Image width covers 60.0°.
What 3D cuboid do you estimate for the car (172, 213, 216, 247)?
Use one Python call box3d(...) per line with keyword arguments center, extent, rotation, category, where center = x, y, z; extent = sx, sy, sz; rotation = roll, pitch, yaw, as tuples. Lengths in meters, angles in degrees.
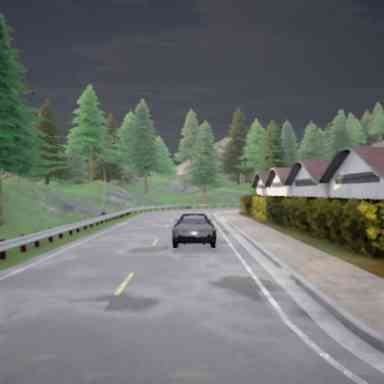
box3d(center=(0.096, 1.706, 15.969), extent=(1.994, 1.385, 4.181), rotation=(0, 0, 0), category="car")
